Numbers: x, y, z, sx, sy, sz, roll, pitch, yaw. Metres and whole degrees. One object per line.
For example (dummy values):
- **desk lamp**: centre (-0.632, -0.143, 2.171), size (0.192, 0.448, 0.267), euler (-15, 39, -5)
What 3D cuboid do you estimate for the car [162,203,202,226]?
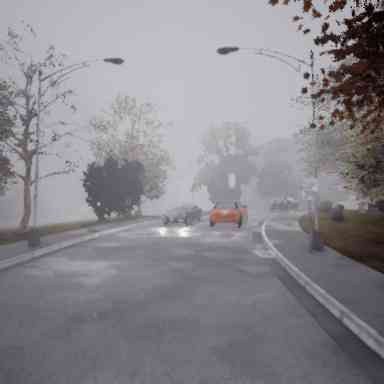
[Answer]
- **car**: centre (-0.620, 1.570, 24.210), size (1.837, 1.490, 4.892), euler (-2, -1, 18)

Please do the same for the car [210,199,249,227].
- **car**: centre (2.644, 1.340, 22.982), size (2.097, 1.767, 4.553), euler (-1, 0, 16)

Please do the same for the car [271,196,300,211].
- **car**: centre (10.970, 1.289, 38.921), size (2.097, 1.767, 4.553), euler (-3, -3, 37)
